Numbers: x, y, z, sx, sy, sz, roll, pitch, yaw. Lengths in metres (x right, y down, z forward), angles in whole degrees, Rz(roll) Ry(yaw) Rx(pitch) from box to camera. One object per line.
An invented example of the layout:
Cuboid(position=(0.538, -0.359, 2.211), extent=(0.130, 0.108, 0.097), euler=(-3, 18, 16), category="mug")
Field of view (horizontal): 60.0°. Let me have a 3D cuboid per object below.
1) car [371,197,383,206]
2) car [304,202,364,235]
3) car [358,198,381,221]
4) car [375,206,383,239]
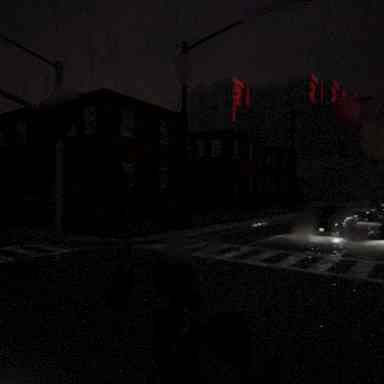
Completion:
Cuboid(position=(19.302, 1.323, 34.681), extent=(2.097, 1.767, 4.553), euler=(0, 0, 36), category="car")
Cuboid(position=(8.098, 1.518, 19.017), extent=(2.033, 1.411, 5.357), euler=(0, 0, 35), category="car")
Cuboid(position=(13.684, 1.497, 26.824), extent=(1.812, 1.442, 4.674), euler=(0, 0, 35), category="car")
Cuboid(position=(10.618, 1.558, 16.514), extent=(1.994, 1.385, 4.181), euler=(0, 0, 36), category="car")
